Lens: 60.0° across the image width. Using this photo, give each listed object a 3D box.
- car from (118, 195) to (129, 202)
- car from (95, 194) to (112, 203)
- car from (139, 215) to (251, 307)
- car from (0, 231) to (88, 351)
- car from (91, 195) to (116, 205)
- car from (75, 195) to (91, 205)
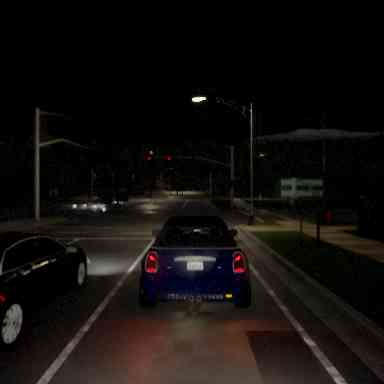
[{"bbox_3d":[-14.215,1.312,68.030,2.033,1.411,5.357,0,0,1],"label":"car"},{"bbox_3d":[-17.730,1.279,67.090,2.128,1.511,4.902,0,0,1],"label":"car"},{"bbox_3d":[0.070,1.324,8.048,2.097,1.767,4.553,0,0,0],"label":"car"},{"bbox_3d":[-3.440,1.483,6.144,1.837,1.490,4.892,0,0,0],"label":"car"},{"bbox_3d":[-14.473,1.412,54.471,1.895,1.301,4.718,0,0,1],"label":"car"},{"bbox_3d":[-17.941,1.285,55.684,1.882,1.535,5.008,0,0,1],"label":"car"}]
